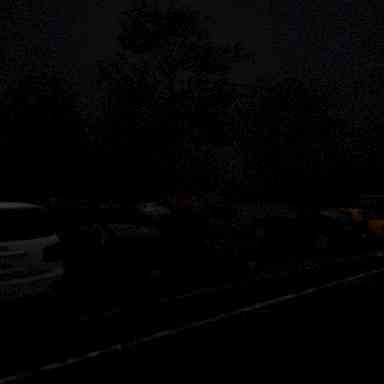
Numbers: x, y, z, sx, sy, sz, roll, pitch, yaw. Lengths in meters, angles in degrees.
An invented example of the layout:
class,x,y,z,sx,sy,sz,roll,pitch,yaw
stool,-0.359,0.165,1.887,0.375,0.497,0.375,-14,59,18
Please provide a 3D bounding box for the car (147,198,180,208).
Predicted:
class,x,y,z,sx,sy,sz,roll,pitch,yaw
car,-3.198,1.447,24.252,2.002,1.452,4.674,0,0,-36

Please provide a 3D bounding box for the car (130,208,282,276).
class,x,y,z,sx,sy,sz,roll,pitch,yaw
car,0.135,1.460,10.523,2.163,1.488,4.792,0,0,-36

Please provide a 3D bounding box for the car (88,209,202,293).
class,x,y,z,sx,sy,sz,roll,pitch,yaw
car,-2.155,1.448,8.915,2.231,1.521,4.892,0,0,-36

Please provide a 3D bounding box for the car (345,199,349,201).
class,x,y,z,sx,sy,sz,roll,pitch,yaw
car,21.842,1.305,42.173,2.231,1.521,4.892,0,0,-36

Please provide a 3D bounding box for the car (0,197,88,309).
class,x,y,z,sx,sy,sz,roll,pitch,yaw
car,-4.458,1.214,7.308,2.435,2.045,5.566,0,0,-36

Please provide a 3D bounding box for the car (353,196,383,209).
class,x,y,z,sx,sy,sz,roll,pitch,yaw
car,24.212,1.292,43.633,1.946,1.575,5.366,0,0,-36

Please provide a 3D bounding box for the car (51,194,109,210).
class,x,y,z,sx,sy,sz,roll,pitch,yaw
car,-7.615,1.182,21.062,2.435,2.045,5.566,0,0,-36

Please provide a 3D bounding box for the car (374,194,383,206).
class,x,y,z,sx,sy,sz,roll,pitch,yaw
car,28.600,1.151,47.038,2.185,1.767,4.553,0,0,-36

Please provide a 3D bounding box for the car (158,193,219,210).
class,x,y,z,sx,sy,sz,roll,pitch,yaw
car,-0.819,1.144,25.922,2.435,2.045,5.566,0,0,-36

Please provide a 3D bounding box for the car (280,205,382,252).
class,x,y,z,sx,sy,sz,roll,pitch,yaw
car,4.682,1.403,13.804,2.097,1.535,5.008,0,0,-36

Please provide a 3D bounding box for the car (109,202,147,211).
class,x,y,z,sx,sy,sz,roll,pitch,yaw
car,-5.361,1.419,22.702,2.097,1.535,5.008,0,0,-36

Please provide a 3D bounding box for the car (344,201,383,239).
class,x,y,z,sx,sy,sz,roll,pitch,yaw
car,6.849,1.390,15.589,1.946,1.575,5.366,0,0,-36

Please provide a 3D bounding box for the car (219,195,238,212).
class,x,y,z,sx,sy,sz,roll,pitch,yaw
car,1.346,1.135,27.471,2.435,2.045,5.566,0,0,-36

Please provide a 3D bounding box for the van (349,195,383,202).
class,x,y,z,sx,sy,sz,roll,pitch,yaw
van,11.584,1.149,18.604,1.878,1.987,4.442,0,0,-36

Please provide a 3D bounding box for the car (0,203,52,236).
class,x,y,z,sx,sy,sz,roll,pitch,yaw
car,-9.910,1.479,19.490,2.163,1.488,4.792,0,0,-36
